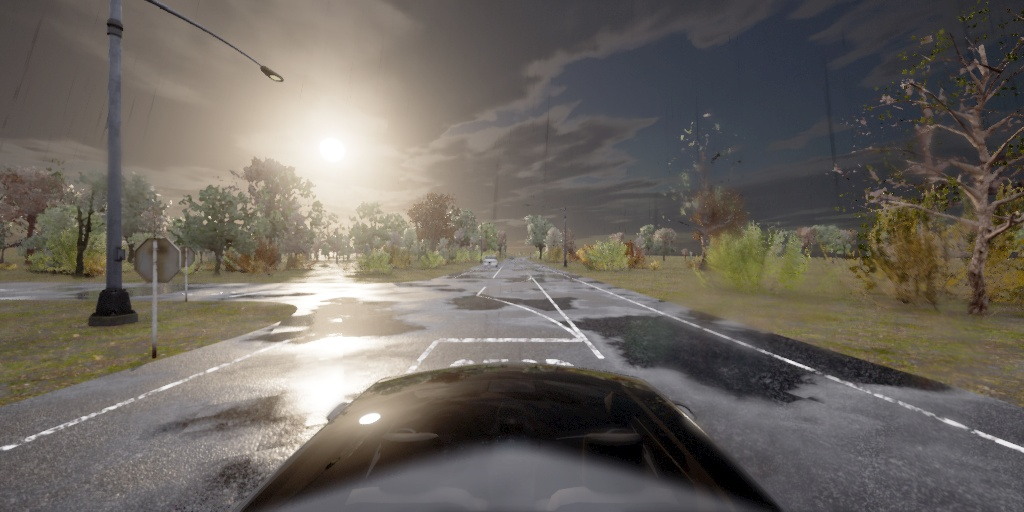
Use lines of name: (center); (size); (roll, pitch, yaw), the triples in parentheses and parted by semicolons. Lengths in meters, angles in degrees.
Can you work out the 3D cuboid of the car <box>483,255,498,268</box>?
car: (-3.476, 0.925, 58.201); (2.150, 2.045, 5.566); (0, 0, 0)
